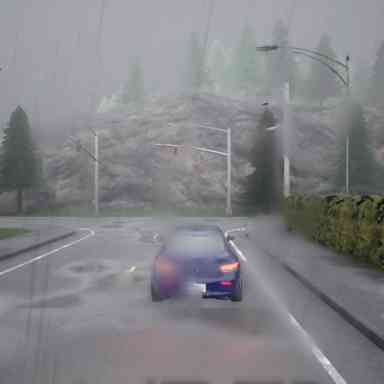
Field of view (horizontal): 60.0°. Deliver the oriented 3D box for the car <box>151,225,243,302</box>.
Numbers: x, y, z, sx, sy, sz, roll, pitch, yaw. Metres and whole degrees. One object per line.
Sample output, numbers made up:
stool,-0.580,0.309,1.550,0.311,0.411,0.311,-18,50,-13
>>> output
car,0.106,1.526,8.157,1.812,1.442,4.674,0,0,0
